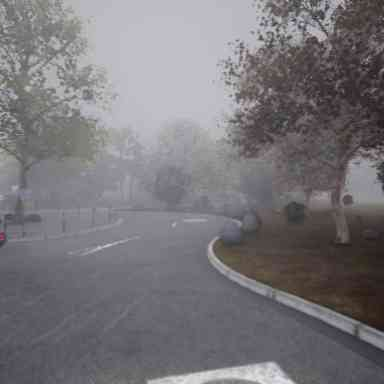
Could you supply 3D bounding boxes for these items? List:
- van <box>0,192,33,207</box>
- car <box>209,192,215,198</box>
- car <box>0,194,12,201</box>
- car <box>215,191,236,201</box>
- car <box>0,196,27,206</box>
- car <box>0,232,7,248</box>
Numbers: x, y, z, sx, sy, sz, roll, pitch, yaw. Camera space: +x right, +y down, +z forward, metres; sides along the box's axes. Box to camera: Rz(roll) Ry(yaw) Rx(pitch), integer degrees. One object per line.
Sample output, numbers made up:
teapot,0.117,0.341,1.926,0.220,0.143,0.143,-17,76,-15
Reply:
van,-26.393,1.440,50.155,4.442,1.987,1.878,0,1,-36
car,6.154,0.791,82.035,2.128,1.511,4.902,0,1,-36
car,-40.938,1.158,70.462,4.674,1.452,2.002,0,1,-36
car,7.958,0.777,73.497,2.150,2.045,5.566,0,1,-27
car,-31.156,1.511,56.989,4.792,1.488,2.163,0,1,-36
car,-9.302,1.666,12.122,4.718,1.301,1.895,0,-1,17
